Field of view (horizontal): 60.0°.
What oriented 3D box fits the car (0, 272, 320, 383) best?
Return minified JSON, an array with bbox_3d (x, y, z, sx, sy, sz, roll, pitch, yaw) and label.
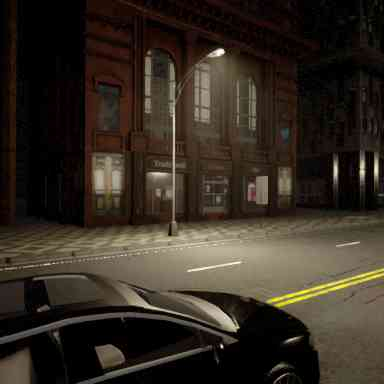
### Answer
[{"bbox_3d":[-0.922,1.492,2.782,4.902,1.511,2.128,0,0,-35],"label":"car"}]
